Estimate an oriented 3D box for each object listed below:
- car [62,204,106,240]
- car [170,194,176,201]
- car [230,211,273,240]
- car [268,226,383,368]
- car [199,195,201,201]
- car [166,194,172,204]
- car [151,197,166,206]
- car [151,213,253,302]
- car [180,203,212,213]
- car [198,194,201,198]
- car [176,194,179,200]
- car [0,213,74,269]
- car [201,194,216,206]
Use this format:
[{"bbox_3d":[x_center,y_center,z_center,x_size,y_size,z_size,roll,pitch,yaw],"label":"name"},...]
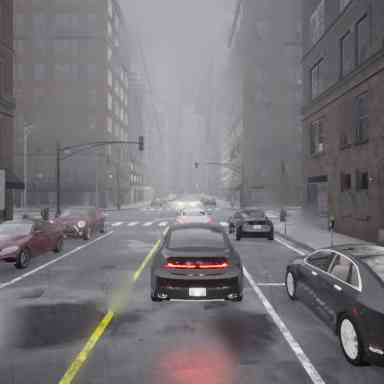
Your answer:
[{"bbox_3d":[-5.672,1.441,16.588,1.967,1.590,4.097,0,0,0],"label":"car"},{"bbox_3d":[-5.593,1.626,80.563,1.752,1.417,4.829,0,0,0],"label":"car"},{"bbox_3d":[2.854,1.567,16.588,1.947,1.339,4.313,0,0,0],"label":"car"},{"bbox_3d":[2.855,1.551,5.586,2.008,1.369,4.403,0,0,0],"label":"car"},{"bbox_3d":[2.905,1.607,64.496,2.008,1.369,4.403,0,0,0],"label":"car"},{"bbox_3d":[-5.620,1.607,64.508,2.008,1.369,4.403,0,0,0],"label":"car"},{"bbox_3d":[-5.639,1.618,53.691,1.802,1.307,4.206,0,0,0],"label":"car"},{"bbox_3d":[0.097,1.505,8.253,1.837,1.490,4.892,0,0,0],"label":"car"},{"bbox_3d":[0.081,1.527,17.401,1.812,1.442,4.674,0,0,-1],"label":"car"},{"bbox_3d":[2.923,1.524,75.314,1.967,1.590,4.097,0,0,0],"label":"car"},{"bbox_3d":[-5.575,1.457,91.551,2.192,1.841,5.009,0,0,0],"label":"car"},{"bbox_3d":[-5.671,1.582,11.087,1.802,1.307,4.206,0,0,0],"label":"car"},{"bbox_3d":[2.885,1.476,53.679,1.967,1.590,4.097,0,0,0],"label":"car"}]
